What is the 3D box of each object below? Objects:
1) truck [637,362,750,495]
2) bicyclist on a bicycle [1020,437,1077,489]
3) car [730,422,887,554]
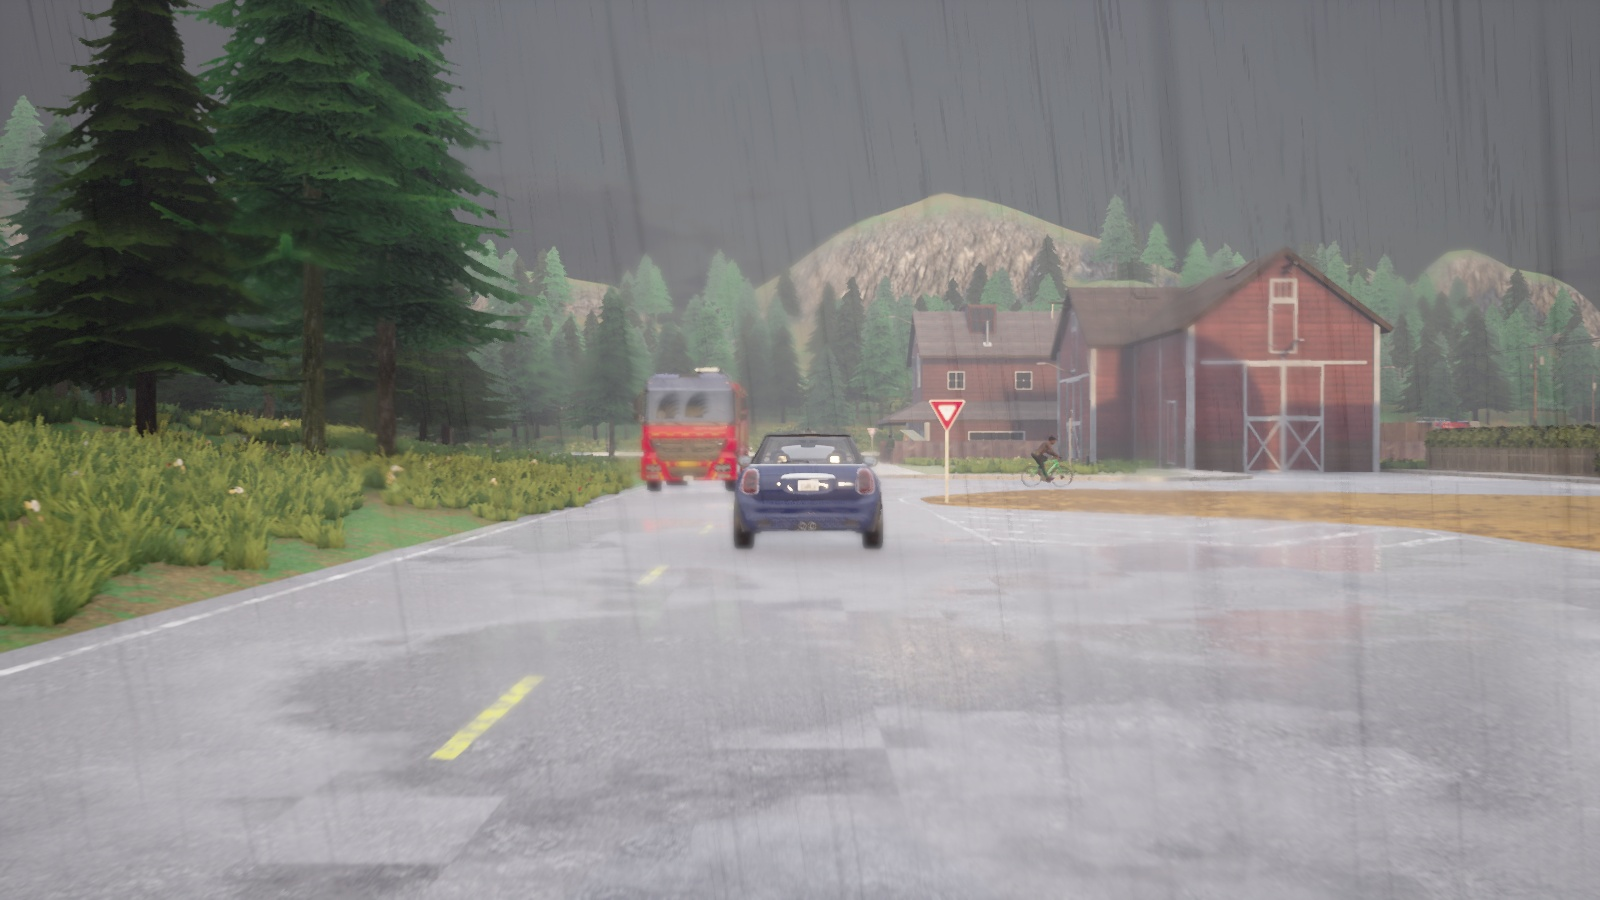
[{"bbox_3d":[-3.256,-0.659,40.590,2.891,3.827,8.468,0,1,0],"label":"truck"},{"bbox_3d":[7.831,0.394,39.554,1.656,1.620,0.582,0,1,-3],"label":"bicyclist on a bicycle"},{"bbox_3d":[0.124,0.497,19.126,2.097,1.767,4.553,0,0,0],"label":"car"}]
